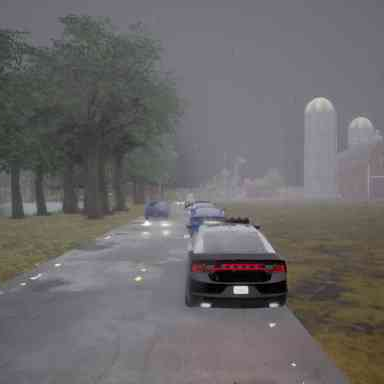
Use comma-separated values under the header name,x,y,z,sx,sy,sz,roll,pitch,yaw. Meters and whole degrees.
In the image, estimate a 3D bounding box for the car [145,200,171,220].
name,x,y,z,sx,sy,sz,roll,pitch,yaw
car,-2.899,1.503,28.843,1.882,1.535,5.008,0,0,0

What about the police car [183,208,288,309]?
name,x,y,z,sx,sy,sz,roll,pitch,yaw
police car,0.811,1.428,8.119,1.930,1.638,5.238,0,0,0

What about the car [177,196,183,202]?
name,x,y,z,sx,sy,sz,roll,pitch,yaw
car,-2.898,1.870,84.969,2.128,1.511,4.902,0,0,0

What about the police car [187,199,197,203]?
name,x,y,z,sx,sy,sz,roll,pitch,yaw
police car,0.783,1.442,24.120,1.930,1.638,5.238,0,0,0

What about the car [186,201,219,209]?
name,x,y,z,sx,sy,sz,roll,pitch,yaw
car,0.794,1.487,18.009,1.882,1.535,5.008,0,0,0

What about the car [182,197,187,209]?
name,x,y,z,sx,sy,sz,roll,pitch,yaw
car,-0.054,1.699,47.076,1.895,1.301,4.718,0,0,1
